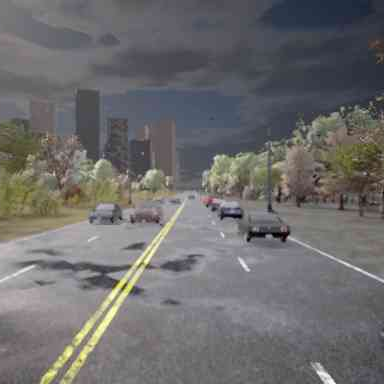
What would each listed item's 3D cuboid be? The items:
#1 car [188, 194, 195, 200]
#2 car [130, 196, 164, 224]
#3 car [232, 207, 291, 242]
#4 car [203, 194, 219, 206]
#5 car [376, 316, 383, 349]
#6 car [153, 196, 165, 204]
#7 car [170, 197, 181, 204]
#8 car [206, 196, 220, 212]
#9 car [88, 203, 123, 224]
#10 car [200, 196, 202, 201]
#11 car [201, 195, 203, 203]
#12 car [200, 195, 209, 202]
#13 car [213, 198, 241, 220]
[{"bbox_3d":[-0.164,1.481,94.635,2.128,1.511,4.902,0,0,0],"label":"car"},{"bbox_3d":[-3.341,1.422,25.191,2.097,1.767,4.553,0,0,0],"label":"car"},{"bbox_3d":[3.354,1.647,16.613,1.895,1.301,4.718,0,0,0],"label":"car"},{"bbox_3d":[3.219,1.321,51.084,2.150,2.045,5.566,0,0,0],"label":"car"},{"bbox_3d":[3.362,1.551,1.860,2.033,1.411,5.357,0,0,-1],"label":"car"},{"bbox_3d":[-6.588,1.623,66.672,1.812,1.442,4.674,0,0,0],"label":"car"},{"bbox_3d":[-3.336,1.655,66.840,1.994,1.385,4.181,0,0,0],"label":"car"},{"bbox_3d":[3.252,1.595,40.082,2.163,1.488,4.792,0,0,0],"label":"car"},{"bbox_3d":[-6.591,1.598,25.917,1.812,1.442,4.674,0,0,0],"label":"car"},{"bbox_3d":[3.151,1.581,73.063,1.882,1.535,5.008,0,0,0],"label":"car"},{"bbox_3d":[3.187,1.700,62.089,1.895,1.301,4.718,0,0,0],"label":"car"},{"bbox_3d":[3.118,1.602,84.096,2.163,1.488,4.792,0,0,0],"label":"car"},{"bbox_3d":[3.260,1.576,29.063,2.163,1.488,4.792,0,0,0],"label":"car"}]
